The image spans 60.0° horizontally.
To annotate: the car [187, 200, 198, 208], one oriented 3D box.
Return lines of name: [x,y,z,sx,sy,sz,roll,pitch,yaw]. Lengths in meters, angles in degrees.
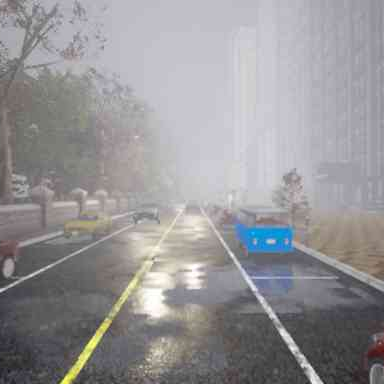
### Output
car: [0.092,2.135,61.071,1.837,1.490,4.892,0,-1,0]

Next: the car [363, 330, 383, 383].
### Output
car: [2.690,1.602,1.900,1.802,1.307,4.206,0,-1,0]

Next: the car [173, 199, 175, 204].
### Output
car: [-5.701,2.443,80.746,1.802,1.307,4.206,0,-1,0]

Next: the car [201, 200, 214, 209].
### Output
car: [2.682,2.150,58.219,2.008,1.369,4.403,0,-1,0]

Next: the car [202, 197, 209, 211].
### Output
car: [2.684,1.916,46.958,1.967,1.590,4.097,0,-1,0]

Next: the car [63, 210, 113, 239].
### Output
car: [-5.693,1.710,18.626,1.752,1.417,4.829,0,-1,0]

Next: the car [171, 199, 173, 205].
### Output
car: [-5.699,2.170,69.483,1.967,1.590,4.097,0,-1,0]

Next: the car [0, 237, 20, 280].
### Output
car: [-5.691,1.619,7.531,1.887,1.381,4.507,0,-1,0]

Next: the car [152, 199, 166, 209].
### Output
car: [-5.698,2.039,58.219,1.967,1.590,4.097,0,-1,0]

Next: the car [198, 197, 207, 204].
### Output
car: [2.679,2.242,86.382,2.192,1.841,5.009,0,-1,0]

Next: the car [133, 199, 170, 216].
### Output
car: [-3.003,1.433,24.031,2.033,1.411,5.357,0,-1,0]

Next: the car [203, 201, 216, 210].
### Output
car: [2.683,2.118,52.587,1.802,1.307,4.206,0,-1,0]

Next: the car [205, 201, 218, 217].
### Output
car: [2.686,1.941,35.692,1.802,1.307,4.206,0,-1,0]

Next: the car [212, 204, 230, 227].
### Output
car: [2.687,1.825,24.427,1.802,1.307,4.206,0,-1,0]

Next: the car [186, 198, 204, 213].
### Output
car: [0.096,1.943,44.668,2.128,1.511,4.902,0,-1,0]

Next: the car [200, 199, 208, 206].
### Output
car: [2.680,2.323,75.285,1.752,1.417,4.829,0,-1,0]

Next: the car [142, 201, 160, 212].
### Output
car: [-5.696,2.041,46.955,1.947,1.339,4.313,0,-1,0]

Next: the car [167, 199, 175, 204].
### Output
car: [-5.703,2.544,92.011,2.008,1.369,4.403,0,-1,0]

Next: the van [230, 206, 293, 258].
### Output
van: [2.689,1.471,13.167,1.690,1.788,3.998,0,-1,0]
